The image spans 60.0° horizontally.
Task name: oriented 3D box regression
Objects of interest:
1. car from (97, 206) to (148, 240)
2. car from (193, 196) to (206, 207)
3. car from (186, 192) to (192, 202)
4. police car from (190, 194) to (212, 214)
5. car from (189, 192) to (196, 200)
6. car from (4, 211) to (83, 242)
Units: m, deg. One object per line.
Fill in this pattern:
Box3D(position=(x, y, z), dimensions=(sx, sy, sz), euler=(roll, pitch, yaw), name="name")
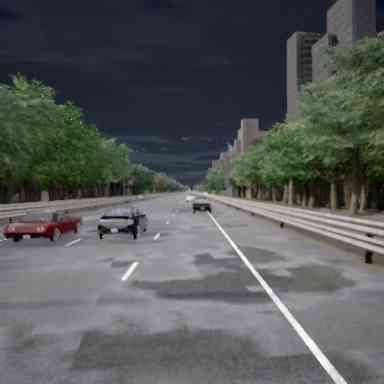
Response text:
Box3D(position=(-3.405, 1.468, 16.997), dimensions=(2.128, 1.511, 4.902), euler=(0, 0, 0), name="car")
Box3D(position=(1.035, 1.404, 51.155), dimensions=(1.882, 1.535, 5.008), euler=(0, 0, 0), name="car")
Box3D(position=(-0.020, 1.108, 70.113), dimensions=(2.150, 2.045, 5.566), euler=(0, 0, 0), name="car")
Box3D(position=(1.040, 1.374, 35.265), dimensions=(1.930, 1.638, 5.238), euler=(0, 0, 0), name="police car")
Box3D(position=(1.036, 1.286, 45.125), dimensions=(2.097, 1.767, 4.553), euler=(0, 0, 0), name="car")
Box3D(position=(-6.905, 1.579, 16.112), dimensions=(1.895, 1.301, 4.718), euler=(0, 0, 0), name="car")
